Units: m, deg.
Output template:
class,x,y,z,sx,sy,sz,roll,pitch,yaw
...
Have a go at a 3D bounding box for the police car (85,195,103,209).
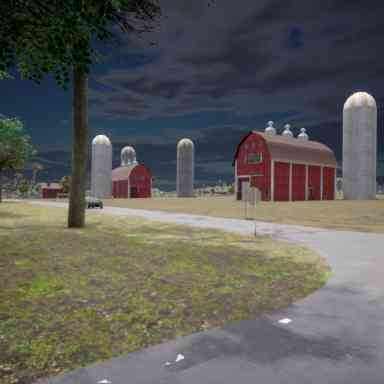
class,x,y,z,sx,sy,sz,roll,pitch,yaw
police car,-12.706,1.240,41.713,1.930,1.638,5.238,1,-1,-35
